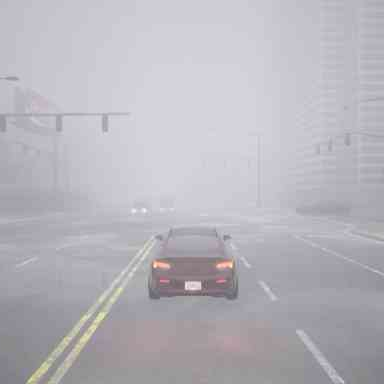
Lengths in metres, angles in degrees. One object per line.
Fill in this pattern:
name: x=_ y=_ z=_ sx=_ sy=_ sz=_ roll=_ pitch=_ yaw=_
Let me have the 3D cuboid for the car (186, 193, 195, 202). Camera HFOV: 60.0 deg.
car: x=-0.356 y=1.584 z=78.483 sx=1.895 sy=1.301 sz=4.718 roll=0 pitch=0 yaw=0

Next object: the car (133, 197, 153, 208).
car: x=-7.307 y=1.601 z=48.203 sx=1.895 sy=1.301 sz=4.718 roll=0 pitch=0 yaw=0

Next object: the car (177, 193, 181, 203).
car: x=-3.830 y=1.222 z=64.507 sx=2.150 sy=2.045 sz=5.566 roll=0 pitch=0 yaw=0

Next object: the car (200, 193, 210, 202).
car: x=3.146 y=1.515 z=78.116 sx=2.128 sy=1.511 sz=4.902 roll=0 pitch=0 yaw=0

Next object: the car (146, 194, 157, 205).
car: x=-7.341 y=1.525 z=58.070 sx=1.812 sy=1.442 sz=4.674 roll=0 pitch=0 yaw=0

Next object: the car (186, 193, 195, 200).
car: x=-0.402 y=1.184 z=88.388 sx=2.097 sy=1.767 sz=4.553 roll=0 pitch=0 yaw=0

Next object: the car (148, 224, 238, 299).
car: x=0.028 y=1.526 z=8.307 sx=1.812 sy=1.442 sz=4.674 roll=0 pitch=0 yaw=0

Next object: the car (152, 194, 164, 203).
car: x=-7.326 y=1.355 z=71.994 sx=2.097 sy=1.767 sz=4.553 roll=0 pitch=0 yaw=0

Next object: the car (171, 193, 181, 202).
car: x=-3.863 y=1.216 z=79.982 sx=2.150 sy=2.045 sz=5.566 roll=0 pitch=0 yaw=0

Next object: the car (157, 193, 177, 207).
car: x=-3.859 y=1.221 z=51.280 sx=2.150 sy=2.045 sz=5.566 roll=0 pitch=0 yaw=-4

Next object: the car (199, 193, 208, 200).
car: x=3.098 y=1.184 z=88.404 sx=2.097 sy=1.767 sz=4.553 roll=0 pitch=0 yaw=0

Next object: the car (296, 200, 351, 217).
car: x=12.298 y=1.477 z=31.308 sx=5.008 sy=1.535 sz=1.882 roll=0 pitch=0 yaw=-4
